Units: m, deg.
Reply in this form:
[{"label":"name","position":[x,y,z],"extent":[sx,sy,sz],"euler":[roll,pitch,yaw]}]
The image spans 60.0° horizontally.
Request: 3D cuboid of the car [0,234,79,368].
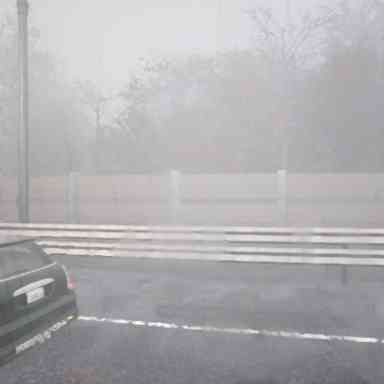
[{"label":"car","position":[-4.132,1.410,4.984],"extent":[4.553,1.767,2.097],"euler":[0,0,15]}]
